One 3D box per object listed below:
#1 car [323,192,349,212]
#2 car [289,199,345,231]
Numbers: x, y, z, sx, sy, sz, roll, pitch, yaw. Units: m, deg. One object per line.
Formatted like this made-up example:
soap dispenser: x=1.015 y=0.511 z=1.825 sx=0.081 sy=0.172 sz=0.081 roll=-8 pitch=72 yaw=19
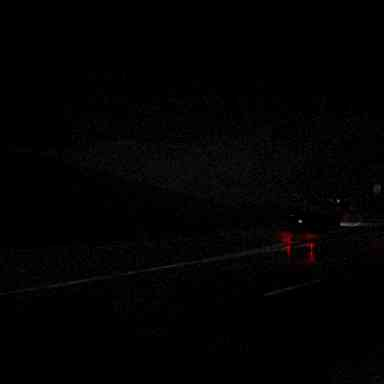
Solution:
car: x=15.522 y=0.991 z=35.970 sx=2.150 sy=2.045 sz=5.566 roll=0 pitch=0 yaw=18
car: x=7.394 y=1.405 z=19.919 sx=1.812 sy=1.442 sz=4.674 roll=0 pitch=0 yaw=40
